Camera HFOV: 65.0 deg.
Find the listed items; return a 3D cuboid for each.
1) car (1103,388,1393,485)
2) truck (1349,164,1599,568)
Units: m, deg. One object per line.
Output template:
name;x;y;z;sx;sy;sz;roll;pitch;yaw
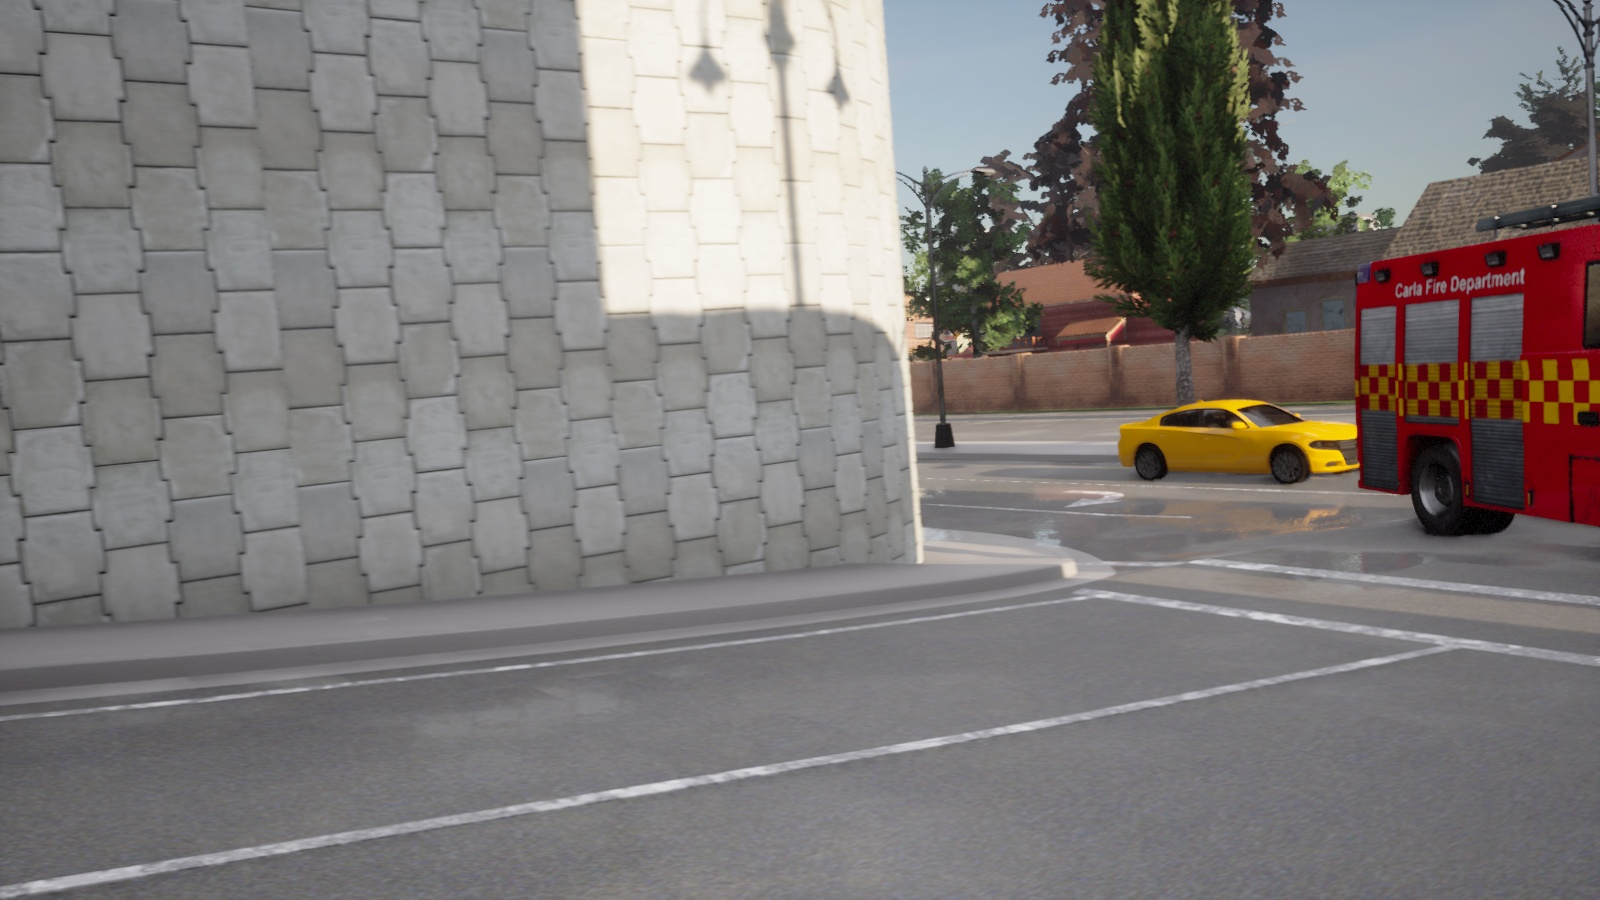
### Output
car;8.479;-0.270;24.238;1.882;1.535;5.008;-7;5;-36
truck;9.004;-0.871;12.276;2.891;3.827;8.468;-4;4;-5
